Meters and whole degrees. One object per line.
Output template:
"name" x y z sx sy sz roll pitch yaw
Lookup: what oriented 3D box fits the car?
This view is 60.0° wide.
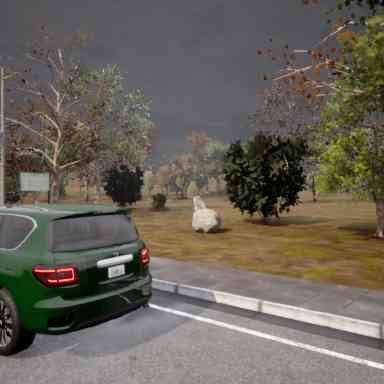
"car" -3.265 1.221 6.299 5.566 2.045 2.150 0 0 35
